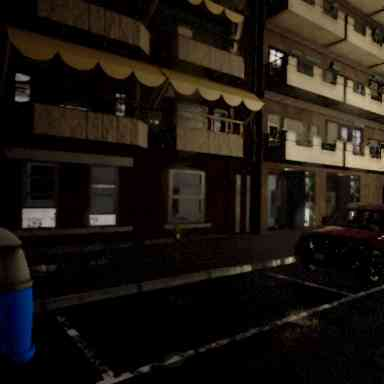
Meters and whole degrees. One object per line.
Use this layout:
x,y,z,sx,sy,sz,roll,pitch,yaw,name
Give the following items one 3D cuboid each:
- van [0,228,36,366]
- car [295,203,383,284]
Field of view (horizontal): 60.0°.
-3.757,1.344,3.391,3.998,1.788,1.690,0,2,-35,van
5.249,1.304,9.812,5.009,1.841,2.192,0,1,-35,car
